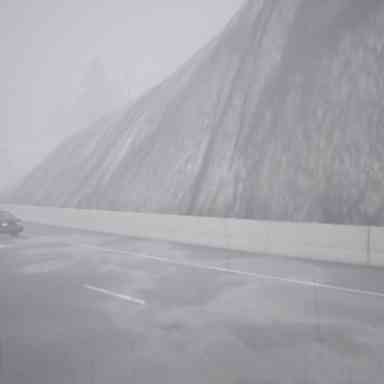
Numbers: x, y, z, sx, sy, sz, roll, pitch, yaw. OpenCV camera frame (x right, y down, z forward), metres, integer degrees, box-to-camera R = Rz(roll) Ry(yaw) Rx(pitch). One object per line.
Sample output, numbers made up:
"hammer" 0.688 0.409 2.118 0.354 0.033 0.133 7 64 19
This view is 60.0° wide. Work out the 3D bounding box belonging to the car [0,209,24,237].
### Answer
"car" -10.653 1.590 17.356 5.357 1.411 2.033 0 0 42
